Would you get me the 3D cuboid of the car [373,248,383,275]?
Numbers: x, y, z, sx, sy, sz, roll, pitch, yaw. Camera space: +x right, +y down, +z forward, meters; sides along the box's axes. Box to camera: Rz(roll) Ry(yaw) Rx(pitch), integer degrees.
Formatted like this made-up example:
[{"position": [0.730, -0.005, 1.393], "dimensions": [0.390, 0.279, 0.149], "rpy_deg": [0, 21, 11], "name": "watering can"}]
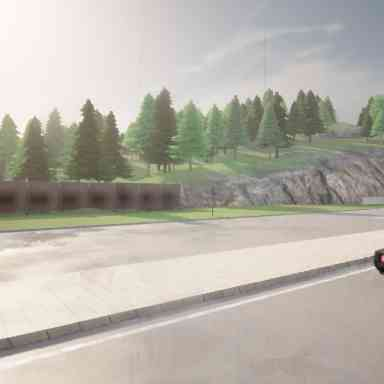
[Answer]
[{"position": [6.720, 1.601, 8.540], "dimensions": [4.718, 1.301, 1.895], "rpy_deg": [0, 0, -36], "name": "car"}]
